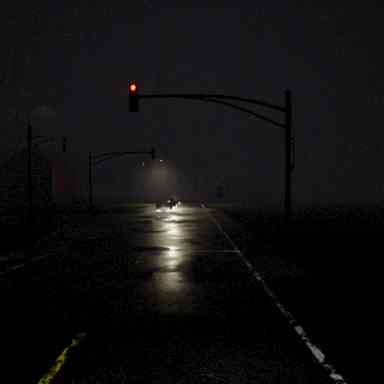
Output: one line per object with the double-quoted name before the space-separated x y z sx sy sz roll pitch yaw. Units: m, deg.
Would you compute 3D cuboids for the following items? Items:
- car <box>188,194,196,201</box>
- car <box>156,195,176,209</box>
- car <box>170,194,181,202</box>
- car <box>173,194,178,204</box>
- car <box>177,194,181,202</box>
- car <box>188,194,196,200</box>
"car" -0.003 1.463 76.770 1.994 1.385 4.181 0 0 0
"car" -3.591 1.530 44.470 1.994 1.385 4.181 0 0 0
"car" -3.501 1.266 72.458 2.097 1.767 4.553 0 0 0
"car" -3.581 1.479 53.131 1.812 1.442 4.674 0 0 0
"car" -3.562 1.416 62.482 1.882 1.535 5.008 0 0 1
"car" -0.004 1.387 86.362 1.837 1.490 4.892 0 0 0
